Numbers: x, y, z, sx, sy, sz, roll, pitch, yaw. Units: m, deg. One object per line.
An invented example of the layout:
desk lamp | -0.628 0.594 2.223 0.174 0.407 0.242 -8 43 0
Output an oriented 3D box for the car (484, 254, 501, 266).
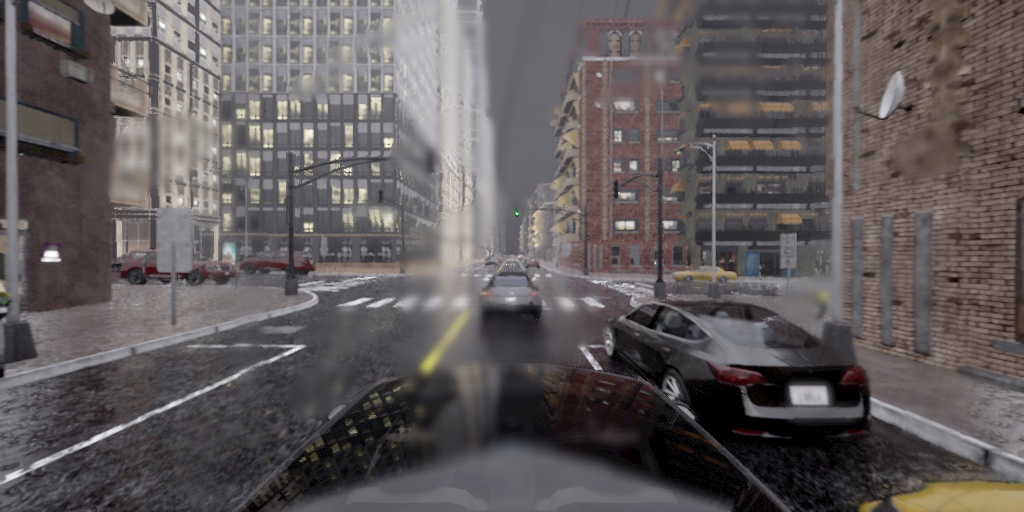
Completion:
car | -3.069 0.820 54.515 1.837 1.490 4.892 0 1 0

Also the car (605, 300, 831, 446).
car | 2.689 1.285 5.323 1.948 1.339 4.313 0 0 0

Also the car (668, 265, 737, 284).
car | 14.631 1.367 27.650 4.829 1.417 1.751 0 0 0

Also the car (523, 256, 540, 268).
car | 2.743 0.954 47.344 1.802 1.307 4.207 0 0 0

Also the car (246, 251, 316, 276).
car | -17.709 0.558 27.364 5.009 1.841 2.192 0 0 0

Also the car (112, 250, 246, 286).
car | -17.575 0.610 18.985 5.009 1.841 2.192 0 0 0

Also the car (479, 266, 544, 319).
car | -0.055 1.224 12.342 1.994 1.385 4.181 0 0 -1

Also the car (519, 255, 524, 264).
car | 2.693 0.821 60.261 2.007 1.370 4.403 0 0 0
